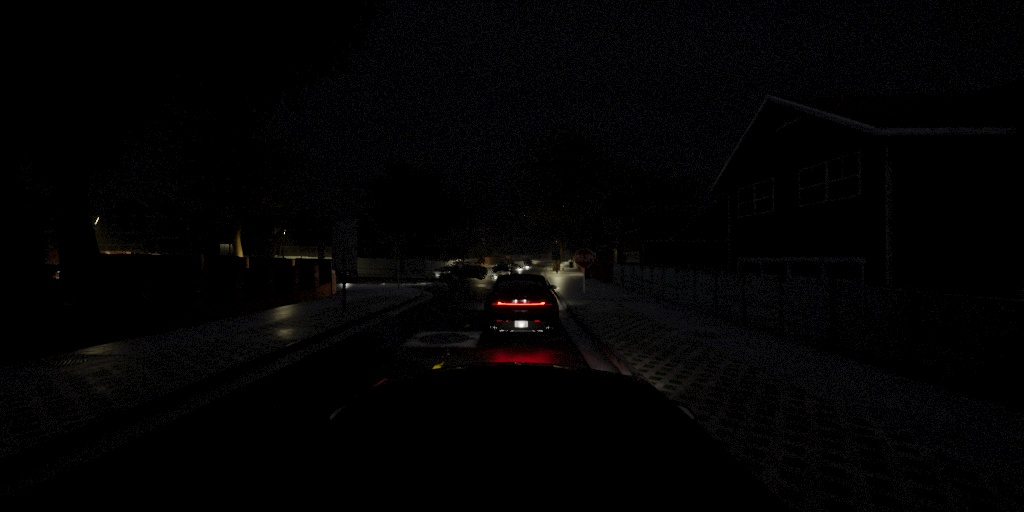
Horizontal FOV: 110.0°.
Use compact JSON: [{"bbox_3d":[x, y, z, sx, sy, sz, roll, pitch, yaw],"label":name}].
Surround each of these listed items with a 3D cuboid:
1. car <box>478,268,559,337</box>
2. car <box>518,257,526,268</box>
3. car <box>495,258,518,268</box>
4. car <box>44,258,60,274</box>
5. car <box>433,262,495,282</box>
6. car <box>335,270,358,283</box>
[{"bbox_3d":[0.257,1.255,10.339,1.837,1.490,4.892,0,0,1],"label":"car"},{"bbox_3d":[0.615,1.107,54.086,1.812,1.442,4.674,0,1,7],"label":"car"},{"bbox_3d":[-0.849,1.029,41.158,2.097,1.767,4.553,0,0,6],"label":"car"},{"bbox_3d":[-32.982,0.713,24.536,4.718,1.301,1.895,1,0,3],"label":"car"},{"bbox_3d":[-3.948,1.193,27.894,2.128,1.511,4.902,1,-1,36],"label":"car"},{"bbox_3d":[-12.639,0.989,23.394,5.008,1.535,1.882,1,0,3],"label":"car"}]
